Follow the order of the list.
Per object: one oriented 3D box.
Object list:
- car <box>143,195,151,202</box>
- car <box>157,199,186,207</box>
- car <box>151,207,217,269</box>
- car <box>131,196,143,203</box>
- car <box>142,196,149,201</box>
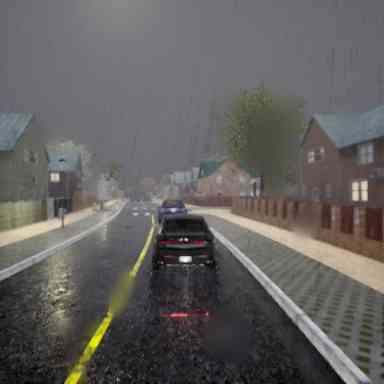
[{"bbox_3d":[-10.914,1.614,80.653,1.837,1.490,4.892,0,0,-10],"label":"car"},{"bbox_3d":[-1.495,1.290,24.786,2.097,1.767,4.553,0,0,-6],"label":"car"},{"bbox_3d":[-0.289,1.464,10.974,1.837,1.490,4.892,0,0,-3],"label":"car"},{"bbox_3d":[-12.277,1.616,72.502,1.994,1.385,4.181,0,0,-10],"label":"car"},{"bbox_3d":[-12.717,1.695,90.943,1.895,1.301,4.718,0,-1,-10],"label":"car"}]
